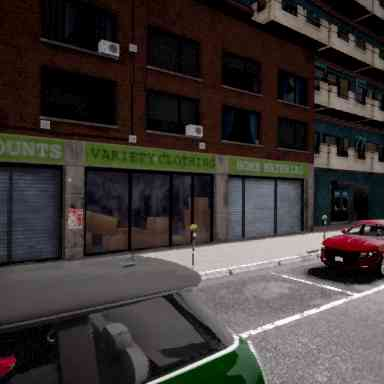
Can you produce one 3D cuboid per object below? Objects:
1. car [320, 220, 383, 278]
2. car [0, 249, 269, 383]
[{"bbox_3d":[5.767,1.548,10.209,4.507,1.381,1.887,0,1,-36],"label":"car"},{"bbox_3d":[-1.640,1.352,1.901,4.553,1.767,2.097,0,0,-36],"label":"car"}]
